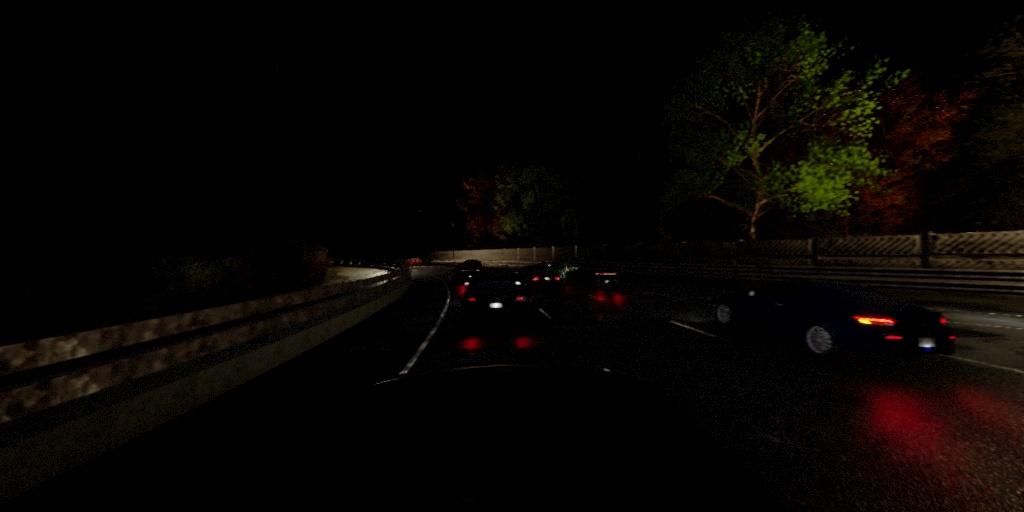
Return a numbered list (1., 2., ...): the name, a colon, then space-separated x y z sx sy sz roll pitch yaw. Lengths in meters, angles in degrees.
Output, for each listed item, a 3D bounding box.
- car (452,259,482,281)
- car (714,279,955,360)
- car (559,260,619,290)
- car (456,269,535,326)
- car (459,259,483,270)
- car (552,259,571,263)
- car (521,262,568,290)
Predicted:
1. car: -3.576 1.256 28.030 2.128 1.511 4.902 0 0 -14
2. car: 6.710 1.246 8.193 1.812 1.442 4.674 1 0 -3
3. car: 4.855 1.225 22.404 2.128 1.511 4.902 0 0 -11
4. car: -0.623 1.317 11.761 1.994 1.385 4.181 0 0 -5
5. car: -6.169 1.254 53.629 1.882 1.535 5.008 0 0 -27
6. car: 4.121 1.088 30.117 2.097 1.767 4.553 0 0 -24
7. car: 1.421 1.294 22.111 2.033 1.411 5.357 0 0 -11
